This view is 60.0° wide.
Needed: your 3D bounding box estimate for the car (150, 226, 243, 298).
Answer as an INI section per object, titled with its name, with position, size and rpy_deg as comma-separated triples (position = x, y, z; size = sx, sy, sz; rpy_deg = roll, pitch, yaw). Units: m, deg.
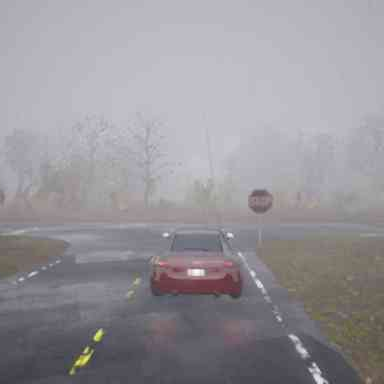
[car]
position = 0.150, 1.553, 8.563
size = 1.994, 1.385, 4.181
rpy_deg = 0, 0, 2
